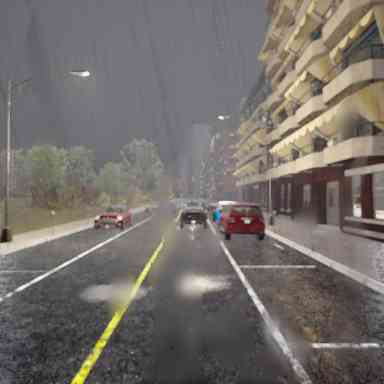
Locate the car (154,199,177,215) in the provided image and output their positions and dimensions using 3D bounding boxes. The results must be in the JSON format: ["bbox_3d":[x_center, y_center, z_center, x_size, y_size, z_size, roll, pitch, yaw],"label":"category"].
[{"bbox_3d":[-2.831,1.864,38.723,2.128,1.511,4.902,0,-1,0],"label":"car"}]

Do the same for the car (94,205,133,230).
[{"bbox_3d":[-5.299,1.659,22.852,1.967,1.590,4.097,1,-1,0],"label":"car"}]

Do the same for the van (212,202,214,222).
[{"bbox_3d":[2.582,1.566,23.565,1.690,1.788,3.998,1,-1,0],"label":"van"}]

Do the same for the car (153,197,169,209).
[{"bbox_3d":[-5.288,1.868,56.775,2.192,1.841,5.009,1,-1,0],"label":"car"}]

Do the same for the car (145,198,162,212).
[{"bbox_3d":[-5.294,1.963,45.296,1.752,1.417,4.829,1,-1,0],"label":"car"}]

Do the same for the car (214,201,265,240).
[{"bbox_3d":[2.581,1.486,17.904,2.192,1.841,5.009,1,-1,0],"label":"car"}]

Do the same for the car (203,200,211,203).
[{"bbox_3d":[2.585,1.935,40.546,1.887,1.381,4.507,1,-1,0],"label":"car"}]

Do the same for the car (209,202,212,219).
[{"bbox_3d":[2.581,1.846,29.224,1.947,1.339,4.313,1,-1,0],"label":"car"}]

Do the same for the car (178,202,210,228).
[{"bbox_3d":[0.107,1.732,23.970,1.837,1.490,4.892,0,-1,0],"label":"car"}]

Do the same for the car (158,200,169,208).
[{"bbox_3d":[-5.289,2.192,62.427,1.802,1.307,4.206,1,-1,0],"label":"car"}]

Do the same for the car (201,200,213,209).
[{"bbox_3d":[2.590,2.126,57.527,1.947,1.339,4.313,1,-1,0],"label":"car"}]

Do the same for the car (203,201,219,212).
[{"bbox_3d":[2.586,2.012,46.206,1.947,1.339,4.313,1,-1,0],"label":"car"}]
